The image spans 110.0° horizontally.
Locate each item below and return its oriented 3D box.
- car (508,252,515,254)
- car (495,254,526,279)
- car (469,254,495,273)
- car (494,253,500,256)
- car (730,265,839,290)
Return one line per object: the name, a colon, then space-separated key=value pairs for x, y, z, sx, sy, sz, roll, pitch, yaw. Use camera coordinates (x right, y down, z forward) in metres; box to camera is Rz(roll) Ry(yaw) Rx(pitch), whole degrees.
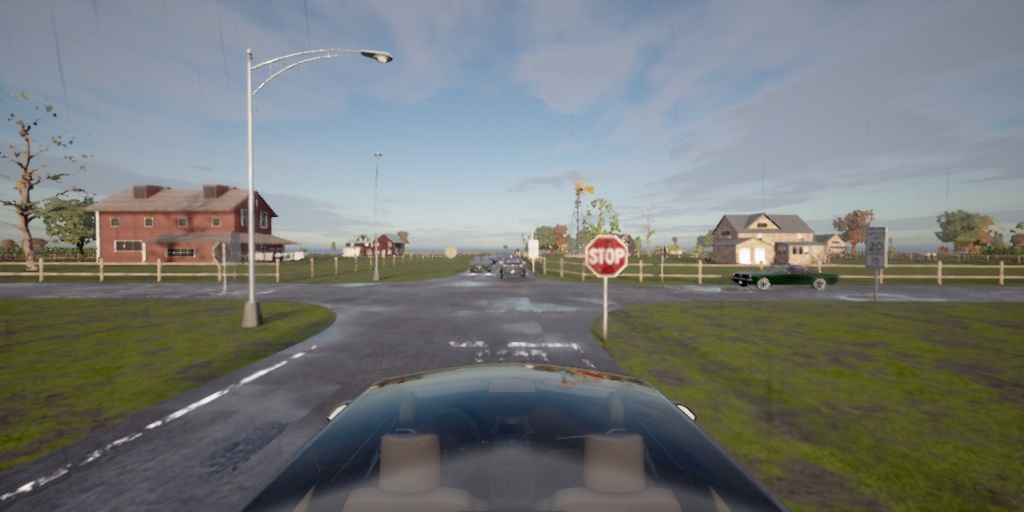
car: x=-0.105 y=0.139 z=63.997 sx=2.097 sy=1.767 sz=4.553 roll=0 pitch=1 yaw=0
car: x=0.054 y=0.851 z=27.292 sx=2.128 sy=1.511 sz=4.902 roll=0 pitch=1 yaw=0
car: x=-2.891 y=0.760 z=34.165 sx=1.837 sy=1.490 sz=4.892 roll=0 pitch=1 yaw=0
car: x=-2.903 y=0.628 z=48.809 sx=1.895 sy=1.301 sz=4.718 roll=0 pitch=1 yaw=1
car: x=14.618 y=1.125 z=19.471 sx=4.718 sy=1.301 sz=1.895 roll=0 pitch=1 yaw=0
